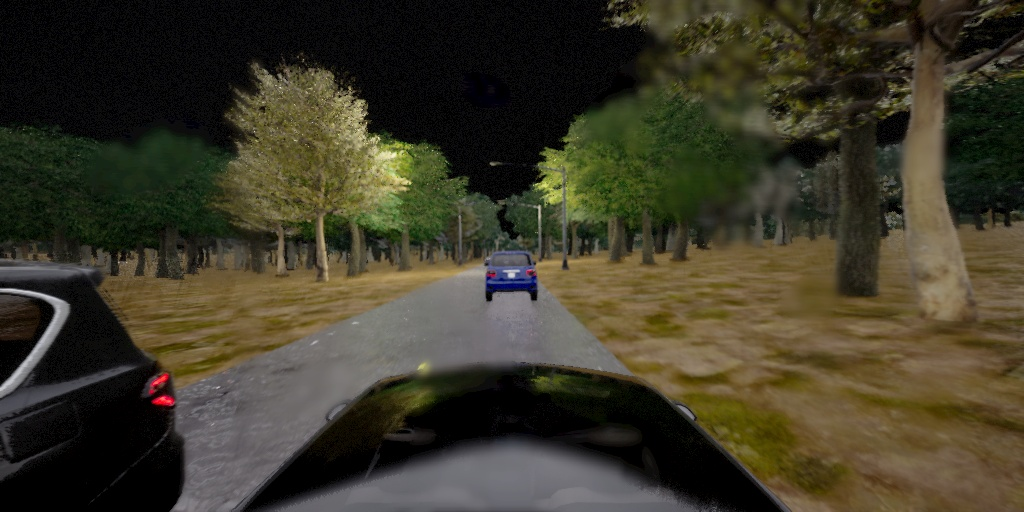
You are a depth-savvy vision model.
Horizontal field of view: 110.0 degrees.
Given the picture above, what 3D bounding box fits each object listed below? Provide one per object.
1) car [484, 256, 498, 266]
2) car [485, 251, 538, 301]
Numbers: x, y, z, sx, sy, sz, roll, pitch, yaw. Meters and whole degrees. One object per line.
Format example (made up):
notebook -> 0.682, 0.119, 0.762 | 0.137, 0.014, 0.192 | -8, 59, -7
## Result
car -> -3.333, 0.786, 57.537 | 2.033, 1.411, 5.357 | -1, 0, 0
car -> -0.039, 0.808, 16.380 | 2.150, 2.045, 5.566 | -1, 0, 0
